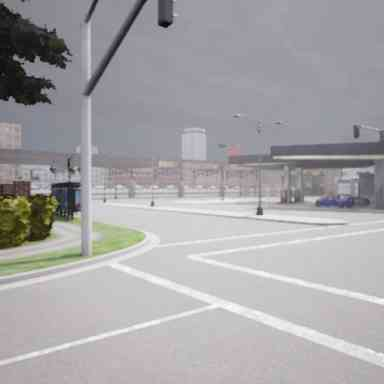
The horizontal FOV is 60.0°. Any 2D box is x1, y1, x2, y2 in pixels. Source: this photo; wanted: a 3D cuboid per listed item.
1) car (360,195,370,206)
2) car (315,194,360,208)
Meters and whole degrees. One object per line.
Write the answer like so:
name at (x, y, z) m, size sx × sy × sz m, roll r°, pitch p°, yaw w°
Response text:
car at (21.594, 1.186, 44.509) m, size 1.970 × 1.475 × 3.806 m, roll 0°, pitch 0°, yaw -35°
car at (17.329, 1.061, 40.583) m, size 2.242 × 1.667 × 4.611 m, roll 0°, pitch 0°, yaw -35°
